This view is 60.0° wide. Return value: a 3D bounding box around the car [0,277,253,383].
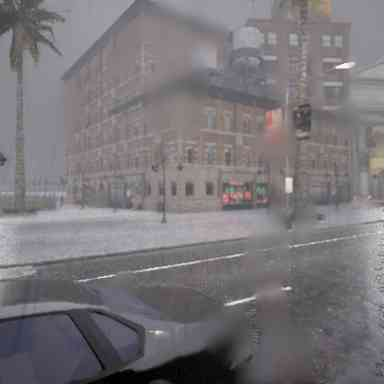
[{"bbox_3d":[-1.931,1.549,2.618,5.357,1.411,2.033,-1,0,-35],"label":"car"}]
